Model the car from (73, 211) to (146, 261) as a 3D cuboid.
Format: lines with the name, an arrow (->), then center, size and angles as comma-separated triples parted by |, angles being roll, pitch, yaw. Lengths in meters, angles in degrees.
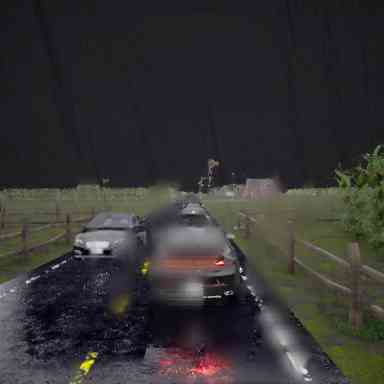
car -> -2.831, 1.495, 12.346 | 2.128, 1.511, 4.902 | 0, 0, 0

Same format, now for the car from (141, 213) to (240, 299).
car -> 0.076, 1.506, 8.447 | 1.837, 1.490, 4.892 | 0, 0, 1

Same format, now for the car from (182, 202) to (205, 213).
car -> 0.126, 1.581, 28.701 | 1.994, 1.385, 4.181 | 0, 0, 0
